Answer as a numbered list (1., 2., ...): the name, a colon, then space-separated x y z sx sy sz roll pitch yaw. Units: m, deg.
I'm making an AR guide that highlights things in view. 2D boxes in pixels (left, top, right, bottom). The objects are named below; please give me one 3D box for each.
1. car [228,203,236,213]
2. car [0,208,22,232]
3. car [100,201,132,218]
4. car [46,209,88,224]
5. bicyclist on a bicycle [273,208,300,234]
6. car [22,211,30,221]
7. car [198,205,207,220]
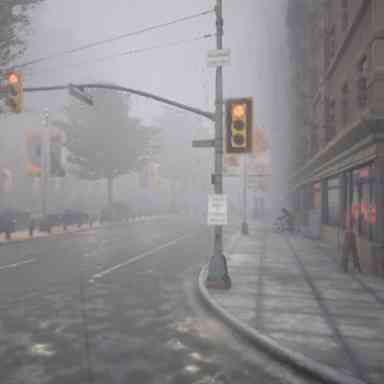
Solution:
1. car: 6.887 2.850 60.693 2.097 1.767 4.553 0 -1 12
2. car: -13.913 1.971 21.413 2.033 1.411 5.357 0 -1 13
3. car: -9.358 2.157 41.654 2.150 2.045 5.566 0 -1 13
4. car: -11.723 2.271 31.171 1.895 1.301 4.718 0 -1 13
5. bicyclist on a bicycle: 6.003 1.852 21.184 1.656 1.620 0.582 0 -1 13
6. car: -18.222 2.255 32.584 1.895 1.301 4.718 0 -1 12
7. car: 2.101 2.559 39.356 1.895 1.301 4.718 0 -1 13
